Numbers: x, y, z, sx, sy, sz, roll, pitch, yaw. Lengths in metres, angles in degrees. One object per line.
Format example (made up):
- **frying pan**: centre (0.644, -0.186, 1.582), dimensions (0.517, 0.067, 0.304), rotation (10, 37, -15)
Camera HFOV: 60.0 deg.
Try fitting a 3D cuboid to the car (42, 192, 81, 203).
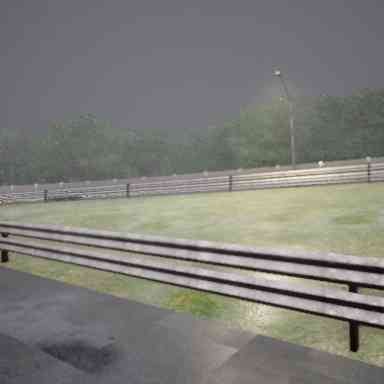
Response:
- **car**: centre (-16.534, 0.716, 42.039), dimensions (4.718, 1.301, 1.895), rotation (-4, -2, 20)
